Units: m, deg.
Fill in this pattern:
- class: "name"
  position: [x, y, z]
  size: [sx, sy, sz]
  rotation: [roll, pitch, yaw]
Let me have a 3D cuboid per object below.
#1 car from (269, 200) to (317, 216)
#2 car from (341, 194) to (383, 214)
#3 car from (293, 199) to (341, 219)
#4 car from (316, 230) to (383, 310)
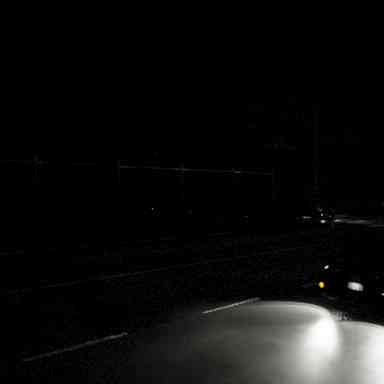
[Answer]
- class: "car"
  position: [10.427, 1.580, 34.812]
  size: [1.812, 1.442, 4.674]
  rotation: [0, 0, -36]
- class: "car"
  position: [18.114, 1.275, 36.421]
  size: [2.150, 2.045, 5.566]
  rotation: [0, 0, -36]
- class: "car"
  position: [10.091, 1.406, 29.124]
  size: [2.097, 1.767, 4.553]
  rotation: [0, 0, -34]
- class: "car"
  position: [4.645, 1.563, 7.304]
  size: [4.181, 1.385, 1.994]
  rotation: [0, 0, -35]
